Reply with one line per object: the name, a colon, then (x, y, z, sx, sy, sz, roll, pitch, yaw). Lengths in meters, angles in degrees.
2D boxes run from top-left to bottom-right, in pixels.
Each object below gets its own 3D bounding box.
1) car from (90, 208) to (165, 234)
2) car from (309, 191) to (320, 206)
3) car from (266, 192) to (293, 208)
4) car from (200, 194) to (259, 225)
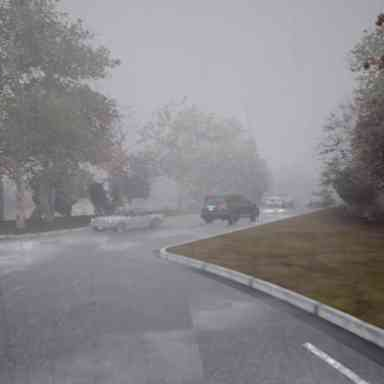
car: (-3.821, 1.665, 20.186, 1.895, 1.301, 4.718, -1, 0, 34)
car: (18.371, 0.882, 47.497, 2.150, 2.045, 5.566, -1, 0, 34)
car: (11.650, 1.002, 43.840, 2.150, 2.045, 5.566, -1, 0, 33)
car: (2.774, 1.166, 23.711, 2.150, 2.045, 5.566, -1, 0, 35)
